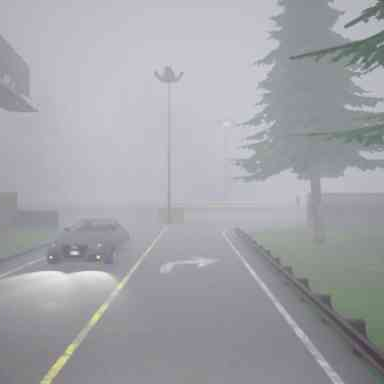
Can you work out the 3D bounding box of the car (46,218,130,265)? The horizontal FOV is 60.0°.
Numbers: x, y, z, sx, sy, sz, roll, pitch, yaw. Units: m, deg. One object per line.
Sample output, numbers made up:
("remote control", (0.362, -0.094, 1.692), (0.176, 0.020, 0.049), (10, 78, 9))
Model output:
("car", (-3.505, 1.648, 11.921), (1.994, 1.385, 4.181), (0, 0, 0))
